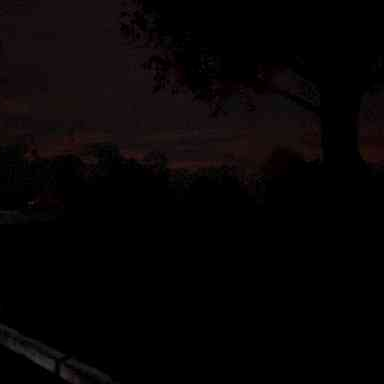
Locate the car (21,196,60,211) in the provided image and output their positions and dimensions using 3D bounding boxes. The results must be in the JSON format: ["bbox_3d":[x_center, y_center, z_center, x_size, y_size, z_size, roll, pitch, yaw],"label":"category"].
[{"bbox_3d":[-18.212,1.299,40.310,2.097,1.767,4.553,0,0,33],"label":"car"}]
